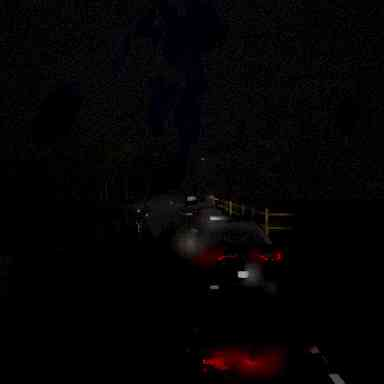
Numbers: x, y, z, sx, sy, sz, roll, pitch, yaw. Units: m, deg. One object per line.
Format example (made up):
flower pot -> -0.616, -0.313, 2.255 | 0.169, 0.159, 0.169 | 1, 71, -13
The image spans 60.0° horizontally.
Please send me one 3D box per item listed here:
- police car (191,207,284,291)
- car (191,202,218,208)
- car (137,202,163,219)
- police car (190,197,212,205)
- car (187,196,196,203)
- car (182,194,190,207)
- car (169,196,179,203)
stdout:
police car -> 1.028, 1.431, 9.181 | 1.930, 1.638, 5.238 | 0, 0, 0
car -> 1.004, 1.535, 19.079 | 1.812, 1.442, 4.674 | 0, 0, 0
car -> -3.670, 1.612, 29.465 | 1.895, 1.301, 4.718 | 0, 0, 0
police car -> 0.990, 1.436, 25.194 | 1.930, 1.638, 5.238 | 0, 0, 0
car -> -0.165, 1.591, 69.576 | 1.895, 1.301, 4.718 | 0, 0, 0
car -> -0.059, 1.500, 50.942 | 2.128, 1.511, 4.902 | 0, 0, 0
car -> -3.666, 1.540, 69.920 | 1.994, 1.385, 4.181 | 0, 0, 0
